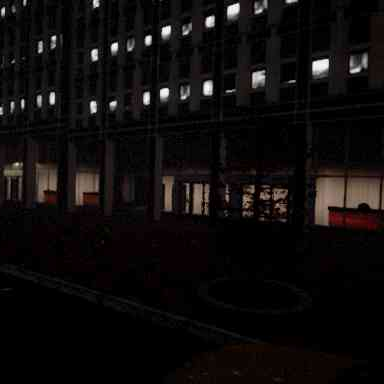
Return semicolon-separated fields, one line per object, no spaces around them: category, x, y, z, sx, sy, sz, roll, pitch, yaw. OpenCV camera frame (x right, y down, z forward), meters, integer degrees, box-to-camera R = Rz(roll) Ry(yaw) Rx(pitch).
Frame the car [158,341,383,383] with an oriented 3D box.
car;1.761;1.542;1.616;4.829;1.417;1.752;2;2;35
